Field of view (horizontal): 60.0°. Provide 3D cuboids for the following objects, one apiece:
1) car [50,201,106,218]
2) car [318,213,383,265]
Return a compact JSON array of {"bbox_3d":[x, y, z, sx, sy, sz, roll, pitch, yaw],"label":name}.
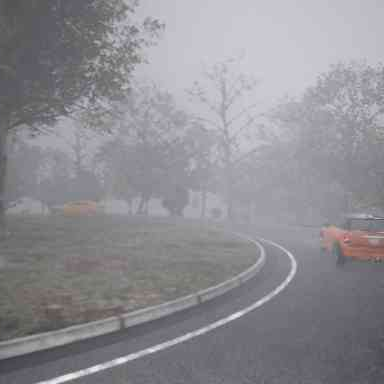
[{"bbox_3d":[-10.576,1.550,31.037,5.008,1.535,1.882,1,-1,0],"label":"car"},{"bbox_3d":[6.192,1.602,12.555,2.097,1.767,4.553,1,-1,12],"label":"car"}]
